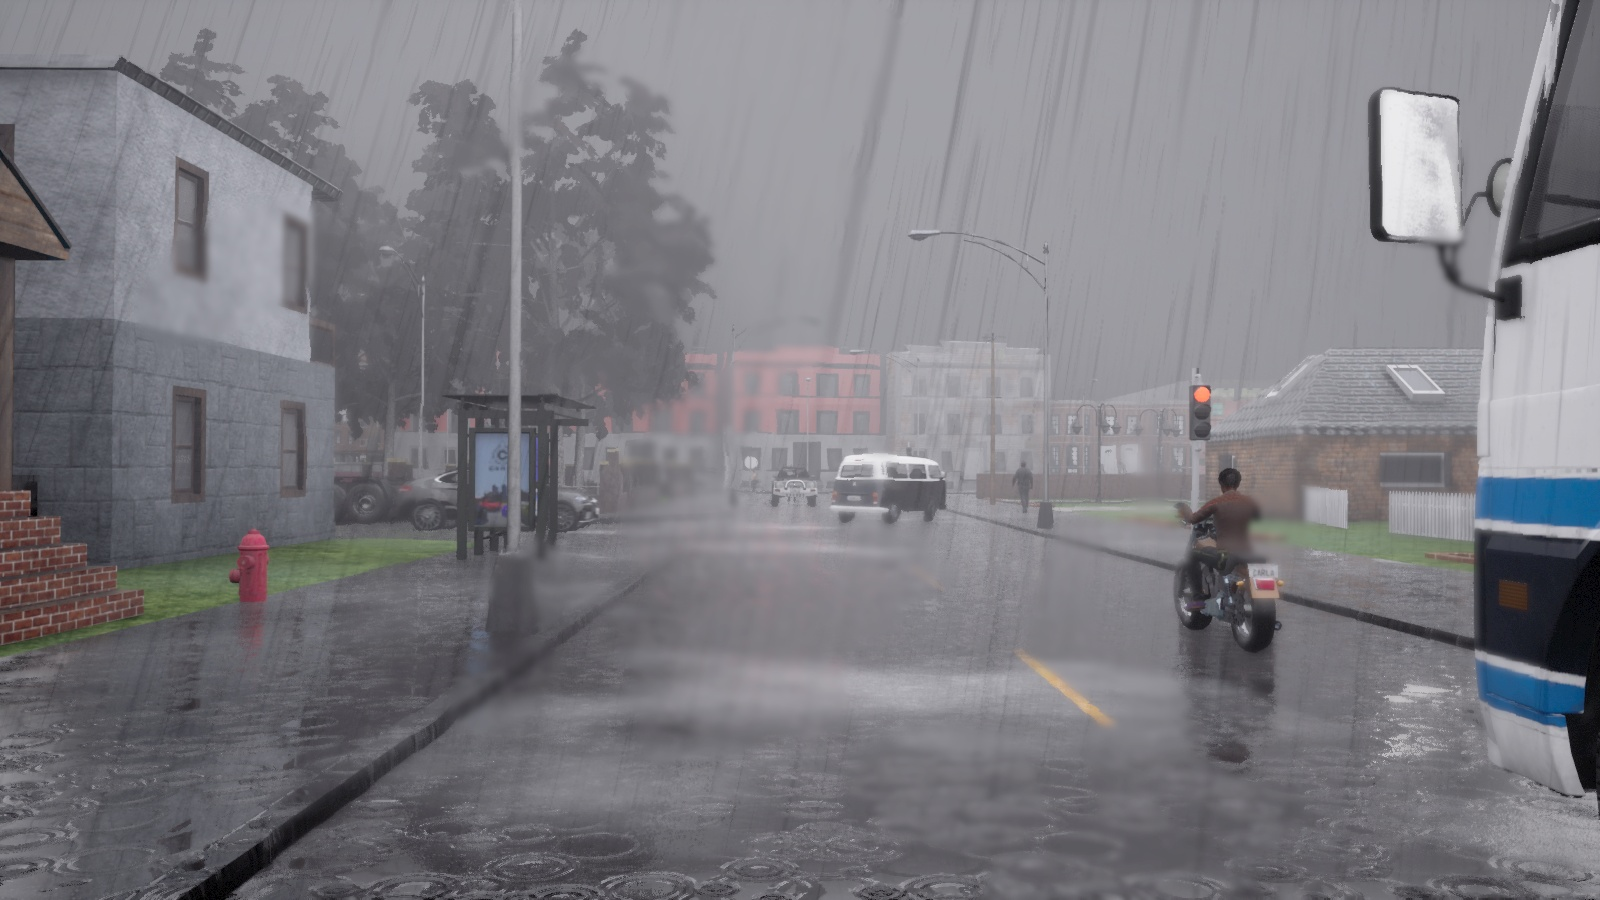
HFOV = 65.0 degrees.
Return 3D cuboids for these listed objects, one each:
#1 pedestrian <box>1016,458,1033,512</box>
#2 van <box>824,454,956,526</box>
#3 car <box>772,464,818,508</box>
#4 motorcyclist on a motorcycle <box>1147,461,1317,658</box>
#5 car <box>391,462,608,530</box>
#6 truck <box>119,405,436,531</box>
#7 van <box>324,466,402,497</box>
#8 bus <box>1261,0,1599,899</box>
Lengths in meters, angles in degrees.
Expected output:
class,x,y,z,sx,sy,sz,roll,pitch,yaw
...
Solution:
class,x,y,z,sx,sy,sz,roll,pitch,yaw
pedestrian,7.963,1.234,44.539,0.563,1.883,0.849,0,-1,7
van,2.784,1.159,37.796,2.069,2.038,4.480,0,-1,32
car,-0.262,1.567,55.802,1.932,1.855,4.605,0,-1,-2
motorcyclist on a motorcycle,3.954,0.946,11.733,0.766,1.649,2.350,0,-1,0
car,-7.580,1.160,32.042,5.027,1.651,2.152,0,-1,0
truck,-14.878,0.500,36.276,7.936,3.462,2.891,0,-1,-4
van,-28.225,2.041,81.259,4.442,1.987,1.775,0,-1,0
bus,3.998,-0.572,0.333,3.944,4.253,10.273,0,-1,0
